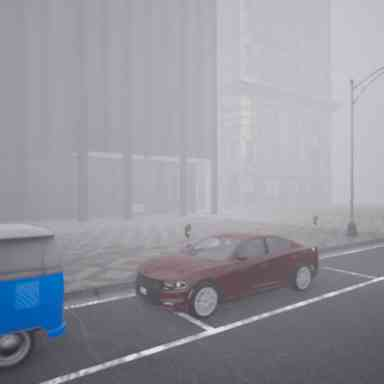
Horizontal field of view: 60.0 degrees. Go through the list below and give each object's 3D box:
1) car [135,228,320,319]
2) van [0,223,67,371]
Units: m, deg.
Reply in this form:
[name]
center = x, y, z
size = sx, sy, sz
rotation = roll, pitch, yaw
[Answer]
[car]
center = 0.951, 1.540, 7.333
size = 4.507, 1.381, 1.887
rotation = 0, 0, -36
[van]
center = -3.641, 1.342, 4.056
size = 3.998, 1.788, 1.690
rotation = 0, 0, -36
